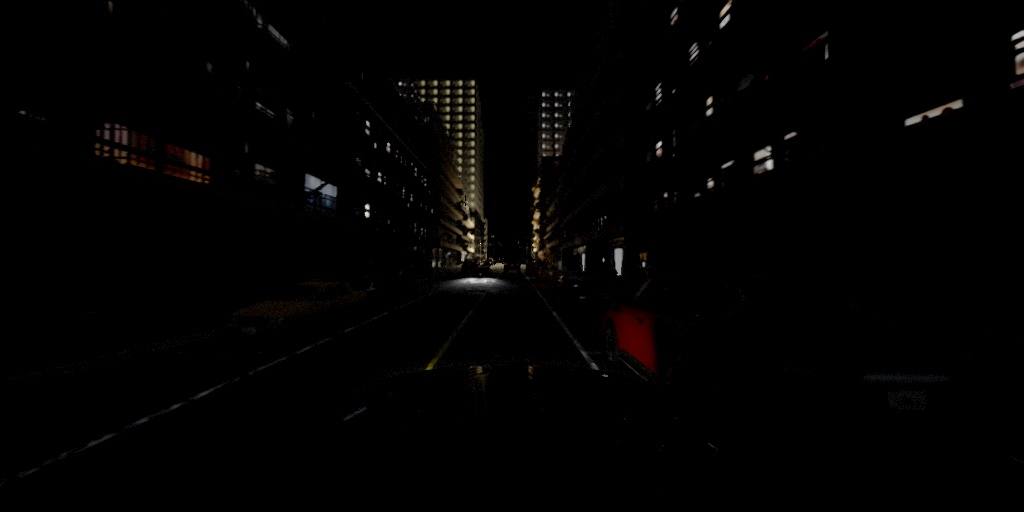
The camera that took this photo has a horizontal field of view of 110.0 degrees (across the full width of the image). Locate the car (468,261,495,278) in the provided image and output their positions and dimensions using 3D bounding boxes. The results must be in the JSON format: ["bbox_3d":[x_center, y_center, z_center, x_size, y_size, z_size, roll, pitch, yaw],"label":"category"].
[{"bbox_3d":[-3.076,1.508,37.112,1.895,1.301,4.718,0,0,0],"label":"car"}]

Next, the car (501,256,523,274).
[{"bbox_3d":[0.034,1.167,45.636,2.150,2.045,5.566,0,0,0],"label":"car"}]

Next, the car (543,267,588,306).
[{"bbox_3d":[2.697,1.364,15.921,2.007,1.370,4.403,0,0,0],"label":"car"}]

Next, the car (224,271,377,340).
[{"bbox_3d":[-5.687,1.314,10.162,1.751,1.417,4.829,0,0,0],"label":"car"}]

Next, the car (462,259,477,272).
[{"bbox_3d":[-5.673,1.274,49.115,2.192,1.841,5.009,0,0,0],"label":"car"}]

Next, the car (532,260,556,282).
[{"bbox_3d":[3.010,1.334,30.495,1.801,1.575,5.366,0,0,0],"label":"car"}]

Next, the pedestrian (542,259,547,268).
[{"bbox_3d":[3.004,1.186,33.505,0.375,1.860,0.375,1,-1,-1],"label":"pedestrian"}]

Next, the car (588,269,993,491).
[{"bbox_3d":[2.693,1.079,4.840,2.192,1.841,5.009,0,0,0],"label":"car"}]

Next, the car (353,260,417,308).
[{"bbox_3d":[-5.685,1.128,15.872,2.192,1.841,5.009,0,0,0],"label":"car"}]

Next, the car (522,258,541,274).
[{"bbox_3d":[2.707,1.250,43.624,2.192,1.841,5.009,0,0,0],"label":"car"}]
